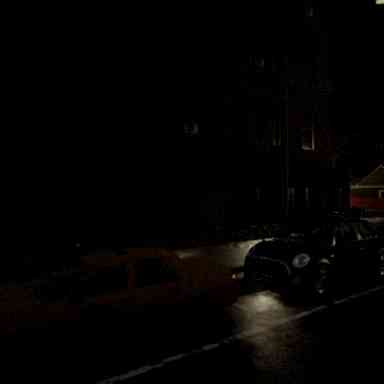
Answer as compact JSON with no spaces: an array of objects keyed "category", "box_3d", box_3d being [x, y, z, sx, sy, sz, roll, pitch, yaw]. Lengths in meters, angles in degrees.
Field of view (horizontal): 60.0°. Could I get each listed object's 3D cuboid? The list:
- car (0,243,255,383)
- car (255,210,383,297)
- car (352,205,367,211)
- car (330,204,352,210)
[{"category":"car","box_3d":[-1.408,1.524,5.185,4.829,1.417,1.752,0,0,-36]},{"category":"car","box_3d":[3.211,1.434,8.505,4.097,1.590,1.967,0,0,-36]},{"category":"car","box_3d":[13.778,1.578,31.172,1.837,1.490,4.892,0,0,-36]},{"category":"car","box_3d":[11.079,1.582,29.368,1.837,1.490,4.892,0,0,-35]}]
